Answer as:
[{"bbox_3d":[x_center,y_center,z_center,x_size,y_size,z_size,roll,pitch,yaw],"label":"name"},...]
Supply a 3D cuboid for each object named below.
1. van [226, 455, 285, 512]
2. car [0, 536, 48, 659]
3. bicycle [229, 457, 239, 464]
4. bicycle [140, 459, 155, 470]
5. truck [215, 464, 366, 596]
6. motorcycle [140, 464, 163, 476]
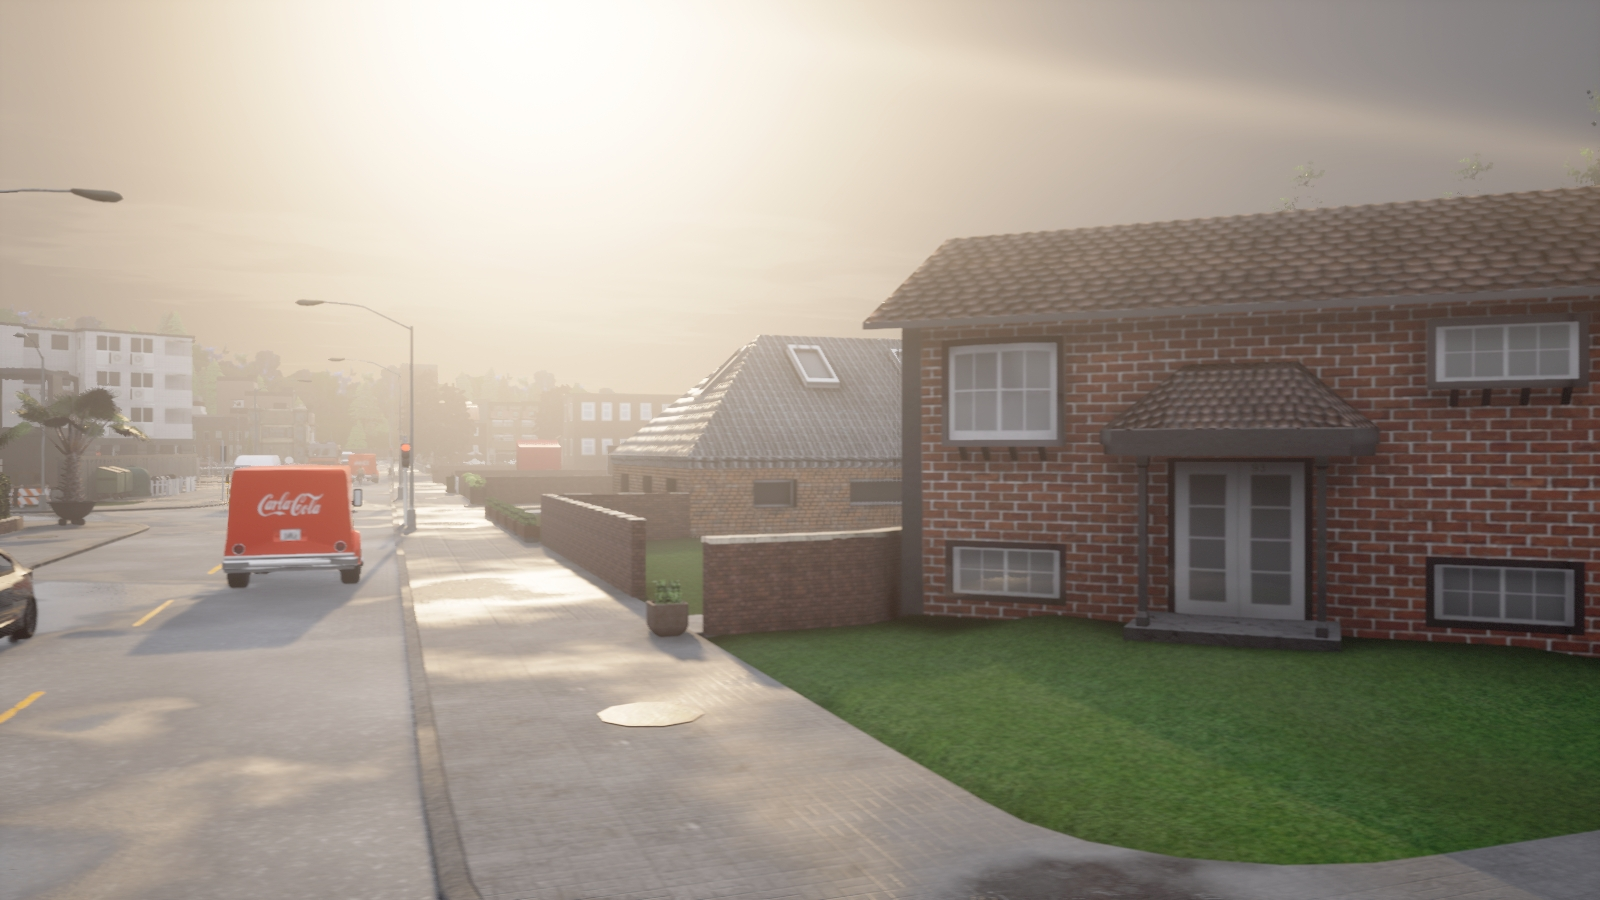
[{"bbox_3d":[-25.954,1.534,54.596,1.988,2.561,5.915,0,0,-20],"label":"van"},{"bbox_3d":[-11.714,2.065,15.375,1.816,1.474,4.193,0,0,-21],"label":"car"},{"bbox_3d":[-111.049,2.053,224.244,1.643,1.496,0.373,0,0,-20],"label":"bicycle"},{"bbox_3d":[-92.209,2.058,161.465,1.835,1.471,0.329,0,0,-20],"label":"bicycle"},{"bbox_3d":[-10.857,1.565,24.776,2.627,2.467,5.204,0,0,-20],"label":"truck"},{"bbox_3d":[-70.632,2.184,124.452,2.033,1.199,0.803,0,0,-20],"label":"motorcycle"}]
